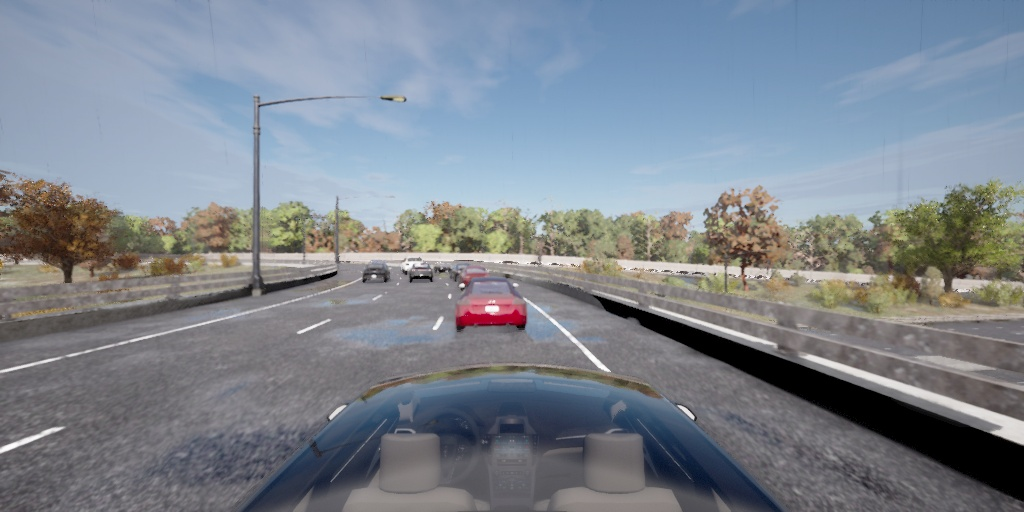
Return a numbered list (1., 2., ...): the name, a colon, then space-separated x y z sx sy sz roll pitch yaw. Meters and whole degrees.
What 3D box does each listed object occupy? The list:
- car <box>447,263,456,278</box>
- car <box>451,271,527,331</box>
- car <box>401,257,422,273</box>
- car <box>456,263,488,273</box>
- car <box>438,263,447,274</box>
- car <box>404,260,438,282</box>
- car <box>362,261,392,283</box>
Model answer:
1. car: -4.215 1.346 30.781 1.812 1.442 4.674 0 0 -15
2. car: -0.708 1.335 11.182 1.994 1.385 4.181 0 0 -6
3. car: -11.644 1.077 41.880 2.150 2.045 5.566 0 0 -22
4. car: -2.375 1.326 22.525 1.812 1.442 4.674 0 0 -11
5. car: -8.171 1.452 42.596 1.895 1.301 4.718 0 0 -21
6. car: -7.537 1.308 29.754 2.128 1.511 4.902 0 -1 -15
7. car: -11.036 1.325 29.355 1.837 1.490 4.892 0 -1 -15
